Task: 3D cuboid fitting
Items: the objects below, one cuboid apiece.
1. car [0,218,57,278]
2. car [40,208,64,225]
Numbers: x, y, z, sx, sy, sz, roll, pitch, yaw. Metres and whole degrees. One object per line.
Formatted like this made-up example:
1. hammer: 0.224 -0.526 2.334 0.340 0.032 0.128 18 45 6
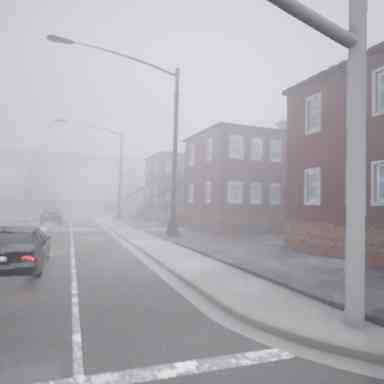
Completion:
1. car: -5.656 1.788 10.683 2.033 1.411 5.357 2 -2 -20
2. car: -13.368 2.271 31.680 2.128 1.511 4.902 2 -2 -20
